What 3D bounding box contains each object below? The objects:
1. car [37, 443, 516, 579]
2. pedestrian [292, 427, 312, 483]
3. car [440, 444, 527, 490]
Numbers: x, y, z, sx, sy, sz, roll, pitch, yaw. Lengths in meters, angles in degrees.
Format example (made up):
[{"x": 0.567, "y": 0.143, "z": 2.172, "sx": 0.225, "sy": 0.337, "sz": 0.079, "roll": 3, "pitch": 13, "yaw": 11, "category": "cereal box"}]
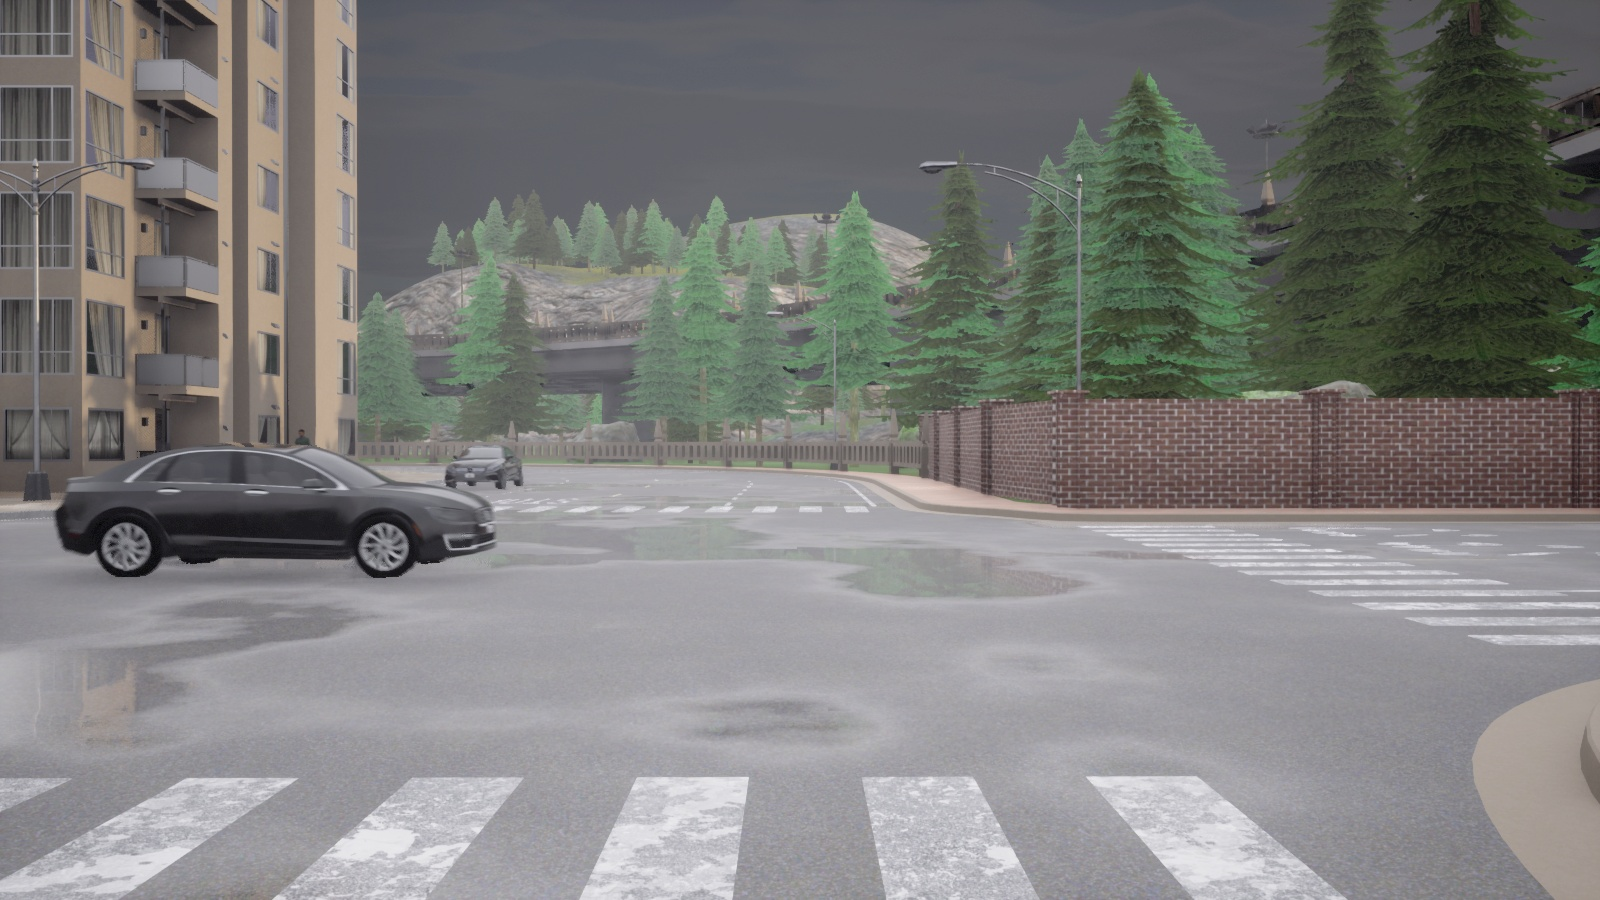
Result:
[{"x": -6.007, "y": 0.670, "z": 14.825, "sx": 4.892, "sy": 1.490, "sz": 1.837, "roll": 0, "pitch": 0, "yaw": 0, "category": "car"}, {"x": -16.487, "y": 0.152, "z": 41.616, "sx": 0.353, "sy": 1.847, "sz": 0.614, "roll": 0, "pitch": 0, "yaw": 8, "category": "pedestrian"}, {"x": -10.500, "y": 0.527, "z": 41.975, "sx": 1.812, "sy": 1.442, "sz": 4.674, "roll": 0, "pitch": 0, "yaw": -1, "category": "car"}]
